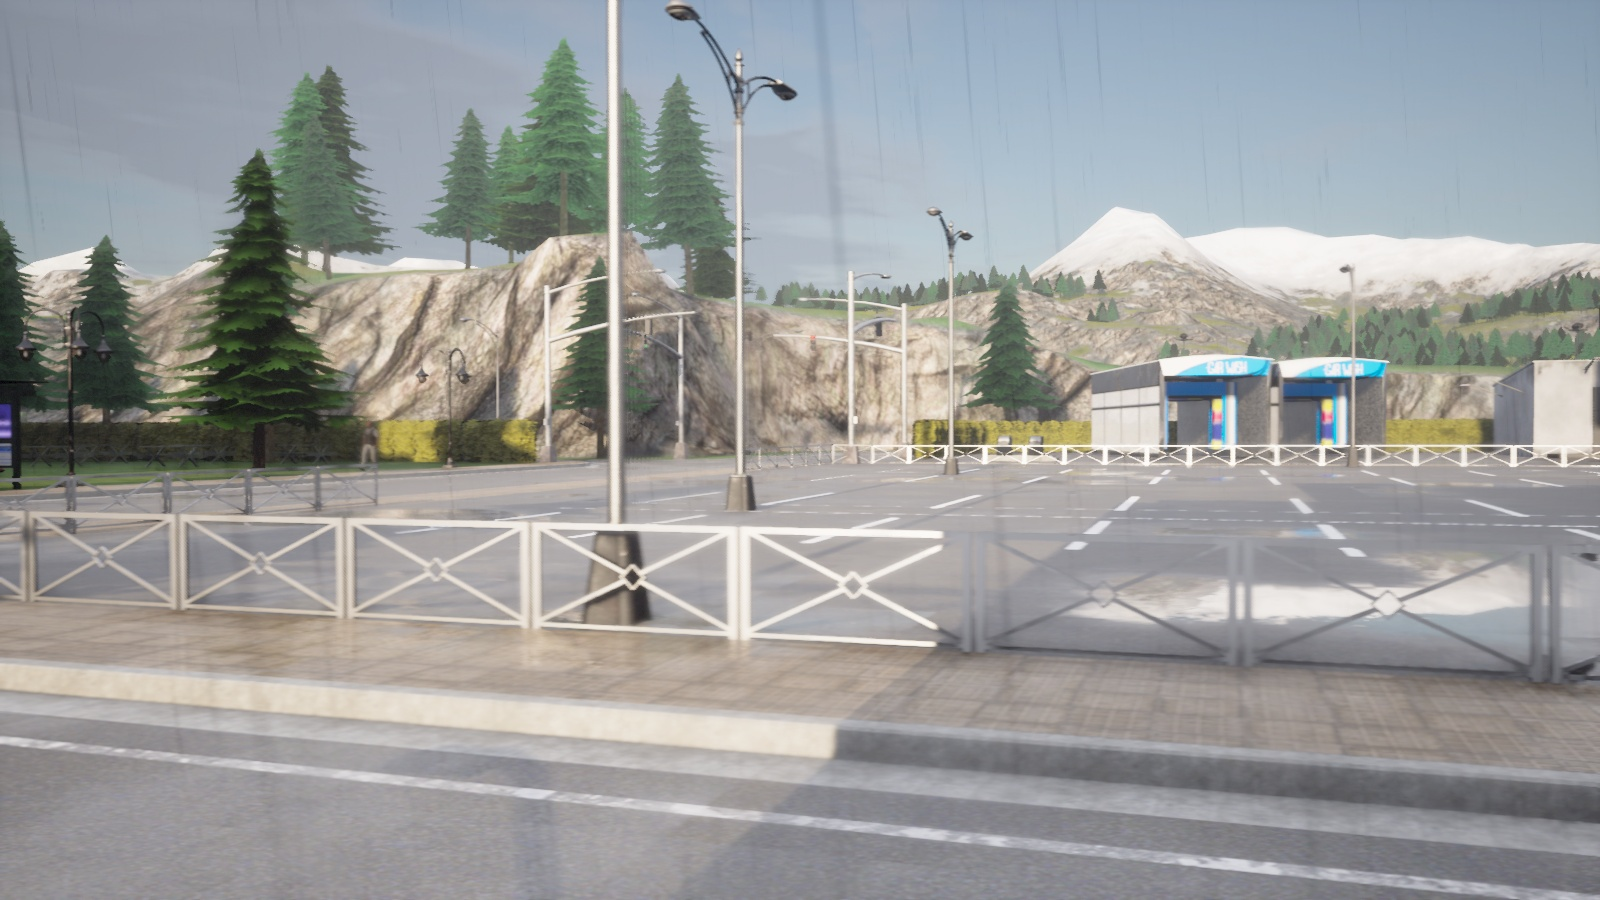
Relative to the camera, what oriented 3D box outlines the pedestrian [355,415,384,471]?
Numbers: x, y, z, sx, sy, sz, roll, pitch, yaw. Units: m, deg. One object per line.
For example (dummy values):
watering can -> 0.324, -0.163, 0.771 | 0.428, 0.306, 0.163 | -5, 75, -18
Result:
pedestrian -> -14.723, -0.245, 42.930 | 0.563, 1.883, 0.849 | 0, 1, 16
